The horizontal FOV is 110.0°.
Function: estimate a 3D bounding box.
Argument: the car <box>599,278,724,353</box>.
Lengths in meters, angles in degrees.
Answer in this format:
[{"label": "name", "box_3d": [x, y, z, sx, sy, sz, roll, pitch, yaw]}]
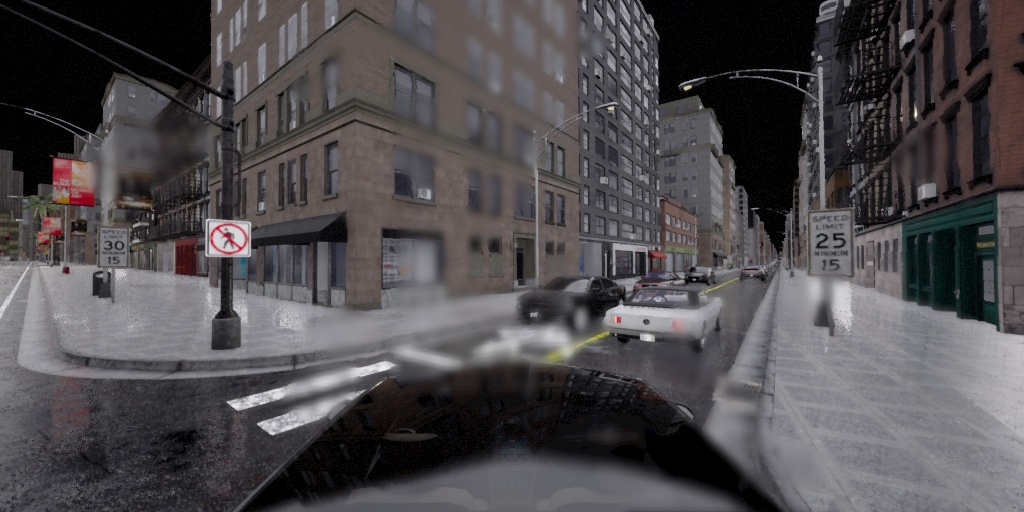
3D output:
[{"label": "car", "box_3d": [4.141, 1.424, 9.201, 1.895, 1.301, 4.718, -1, -1, 37]}]

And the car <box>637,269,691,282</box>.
[{"label": "car", "box_3d": [8.155, 1.532, 19.699, 1.994, 1.385, 4.181, -1, -1, 37]}]

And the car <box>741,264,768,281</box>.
[{"label": "car", "box_3d": [23.557, 1.625, 34.965, 2.128, 1.511, 4.902, -1, -1, 37]}]

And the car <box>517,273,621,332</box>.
[{"label": "car", "box_3d": [2.123, 1.351, 11.680, 1.882, 1.535, 5.008, -1, -1, 37]}]

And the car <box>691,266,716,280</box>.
[{"label": "car", "box_3d": [15.302, 1.586, 29.207, 1.837, 1.490, 4.892, -1, -1, 37]}]

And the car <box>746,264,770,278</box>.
[{"label": "car", "box_3d": [29.546, 1.743, 43.009, 2.128, 1.511, 4.902, -1, -1, 37]}]
